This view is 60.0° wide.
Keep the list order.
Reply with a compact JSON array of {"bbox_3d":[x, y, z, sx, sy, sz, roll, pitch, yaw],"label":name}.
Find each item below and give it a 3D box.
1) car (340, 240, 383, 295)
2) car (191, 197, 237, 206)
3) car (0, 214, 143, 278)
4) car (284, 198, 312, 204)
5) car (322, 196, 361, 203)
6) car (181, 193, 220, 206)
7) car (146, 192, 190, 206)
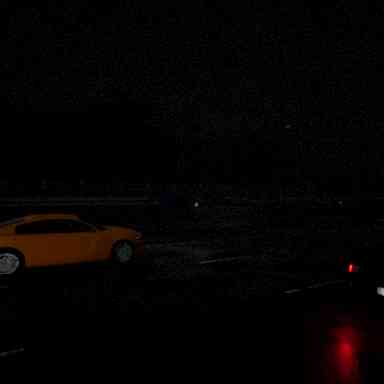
[{"bbox_3d":[5.545,1.624,7.467,4.718,1.301,1.895,0,0,-32],"label":"car"},{"bbox_3d":[2.486,1.457,30.390,4.181,1.385,1.994,0,0,-32],"label":"car"},{"bbox_3d":[-3.890,1.389,9.845,5.008,1.535,1.882,0,0,-32],"label":"car"},{"bbox_3d":[14.734,1.523,46.193,4.181,1.385,1.994,1,0,-31],"label":"car"},{"bbox_3d":[18.451,1.375,40.271,4.553,1.767,2.097,0,0,-31],"label":"car"},{"bbox_3d":[1.618,1.220,33.963,4.553,1.767,2.097,0,0,-32],"label":"car"},{"bbox_3d":[-2.172,1.041,35.734,5.566,2.045,2.150,0,0,-32],"label":"car"}]
